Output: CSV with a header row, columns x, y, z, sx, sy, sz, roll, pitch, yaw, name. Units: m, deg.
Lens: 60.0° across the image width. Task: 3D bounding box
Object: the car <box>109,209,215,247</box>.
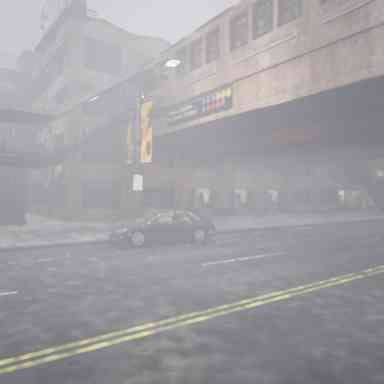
x,y,z,sx,sy,sz,roll,pitch,yaw,name
-1.289,1.556,15.246,4.892,1.521,2.231,1,0,-26,car
